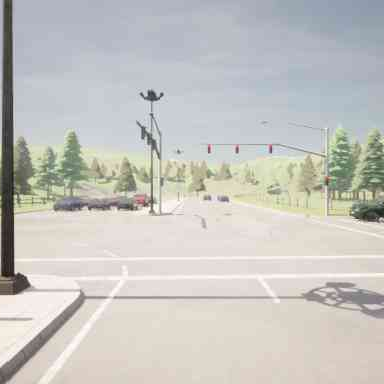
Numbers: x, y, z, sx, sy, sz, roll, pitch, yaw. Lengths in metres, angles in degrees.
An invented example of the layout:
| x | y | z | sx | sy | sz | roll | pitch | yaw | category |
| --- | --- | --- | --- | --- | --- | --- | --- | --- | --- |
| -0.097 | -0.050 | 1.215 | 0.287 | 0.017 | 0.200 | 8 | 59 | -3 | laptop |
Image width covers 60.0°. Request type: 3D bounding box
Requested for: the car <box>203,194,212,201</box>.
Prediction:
| x | y | z | sx | sy | sz | roll | pitch | yaw | category |
| --- | --- | --- | --- | --- | --- | --- | --- | --- | --- |
| 3.867 | 1.353 | 83.996 | 2.097 | 1.767 | 4.553 | 0 | 0 | 2 | car |

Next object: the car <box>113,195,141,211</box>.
| x | y | z | sx | sy | sz | roll | pitch | yaw | category |
| --- | --- | --- | --- | --- | --- | --- | --- | --- | --- |
| -8.037 | 1.477 | 41.733 | 1.882 | 1.535 | 5.008 | 0 | 0 | 0 | car |

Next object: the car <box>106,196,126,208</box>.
| x | y | z | sx | sy | sz | roll | pitch | yaw | category |
| --- | --- | --- | --- | --- | --- | --- | --- | --- | --- |
| -11.523 | 1.476 | 50.595 | 1.882 | 1.535 | 5.008 | 0 | 0 | 0 | car |

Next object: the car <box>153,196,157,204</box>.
| x | y | z | sx | sy | sz | roll | pitch | yaw | category |
| --- | --- | --- | --- | --- | --- | --- | --- | --- | --- |
| -7.950 | 1.546 | 64.392 | 2.033 | 1.411 | 5.357 | 0 | 0 | 1 | car |

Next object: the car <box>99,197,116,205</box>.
| x | y | z | sx | sy | sz | roll | pitch | yaw | category |
| --- | --- | --- | --- | --- | --- | --- | --- | --- | --- |
| -14.994 | 1.562 | 59.062 | 1.994 | 1.385 | 4.181 | 0 | 0 | 0 | car |

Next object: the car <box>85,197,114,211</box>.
| x | y | z | sx | sy | sz | roll | pitch | yaw | category |
| --- | --- | --- | --- | --- | --- | --- | --- | --- | --- |
| -11.541 | 1.563 | 41.617 | 1.994 | 1.385 | 4.181 | 0 | 0 | 0 | car |

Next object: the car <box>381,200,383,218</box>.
| x | y | z | sx | sy | sz | roll | pitch | yaw | category |
| --- | --- | --- | --- | --- | --- | --- | --- | --- | --- |
| 15.419 | 1.477 | 21.498 | 5.008 | 1.535 | 1.882 | 0 | 0 | 3 | car |

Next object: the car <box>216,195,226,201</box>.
| x | y | z | sx | sy | sz | roll | pitch | yaw | category |
| --- | --- | --- | --- | --- | --- | --- | --- | --- | --- |
| 7.375 | 1.523 | 84.252 | 2.128 | 1.511 | 4.902 | 0 | 0 | 2 | car |

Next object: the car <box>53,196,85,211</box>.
| x | y | z | sx | sy | sz | roll | pitch | yaw | category |
| --- | --- | --- | --- | --- | --- | --- | --- | --- | --- |
| -15.044 | 1.351 | 40.365 | 2.097 | 1.767 | 4.553 | 0 | 0 | 0 | car |

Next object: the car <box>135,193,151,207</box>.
| x | y | z | sx | sy | sz | roll | pitch | yaw | category |
| --- | --- | --- | --- | --- | --- | --- | --- | --- | --- |
| -8.022 | 1.220 | 51.668 | 2.150 | 2.045 | 5.566 | 0 | 0 | 0 | car |

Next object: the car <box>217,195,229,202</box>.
| x | y | z | sx | sy | sz | roll | pitch | yaw | category |
| --- | --- | --- | --- | --- | --- | --- | --- | --- | --- |
| 7.143 | 1.476 | 73.848 | 1.882 | 1.535 | 5.008 | 0 | 0 | 1 | car |

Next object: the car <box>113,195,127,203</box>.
| x | y | z | sx | sy | sz | roll | pitch | yaw | category |
| --- | --- | --- | --- | --- | --- | --- | --- | --- | --- |
| -14.899 | 1.498 | 69.173 | 1.837 | 1.490 | 4.892 | 0 | 0 | 0 | car |

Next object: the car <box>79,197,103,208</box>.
| x | y | z | sx | sy | sz | roll | pitch | yaw | category |
| --- | --- | --- | --- | --- | --- | --- | --- | --- | --- |
| -15.026 | 1.546 | 49.824 | 2.033 | 1.411 | 5.357 | 0 | 0 | 0 | car |

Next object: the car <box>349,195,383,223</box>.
| x | y | z | sx | sy | sz | roll | pitch | yaw | category |
| --- | --- | --- | --- | --- | --- | --- | --- | --- | --- |
| 14.921 | 1.222 | 24.985 | 5.566 | 2.045 | 2.150 | 0 | 0 | 3 | car |
